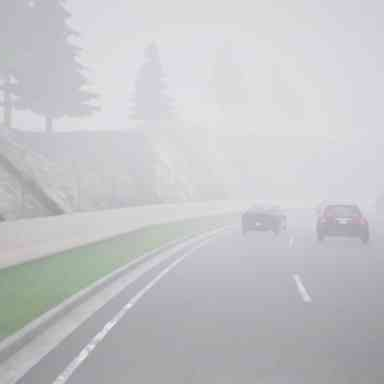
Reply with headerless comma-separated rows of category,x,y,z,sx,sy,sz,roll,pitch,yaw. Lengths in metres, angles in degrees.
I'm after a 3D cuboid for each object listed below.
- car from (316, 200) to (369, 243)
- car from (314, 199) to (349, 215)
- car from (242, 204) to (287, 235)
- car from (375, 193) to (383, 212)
car,7.276,1.313,16.334,2.097,1.767,4.553,1,0,21
car,14.382,1.479,34.169,1.994,1.385,4.181,1,0,43
car,4.141,1.409,18.597,1.882,1.535,5.008,0,0,22
car,22.107,1.167,36.305,5.566,2.045,2.150,1,0,-38
